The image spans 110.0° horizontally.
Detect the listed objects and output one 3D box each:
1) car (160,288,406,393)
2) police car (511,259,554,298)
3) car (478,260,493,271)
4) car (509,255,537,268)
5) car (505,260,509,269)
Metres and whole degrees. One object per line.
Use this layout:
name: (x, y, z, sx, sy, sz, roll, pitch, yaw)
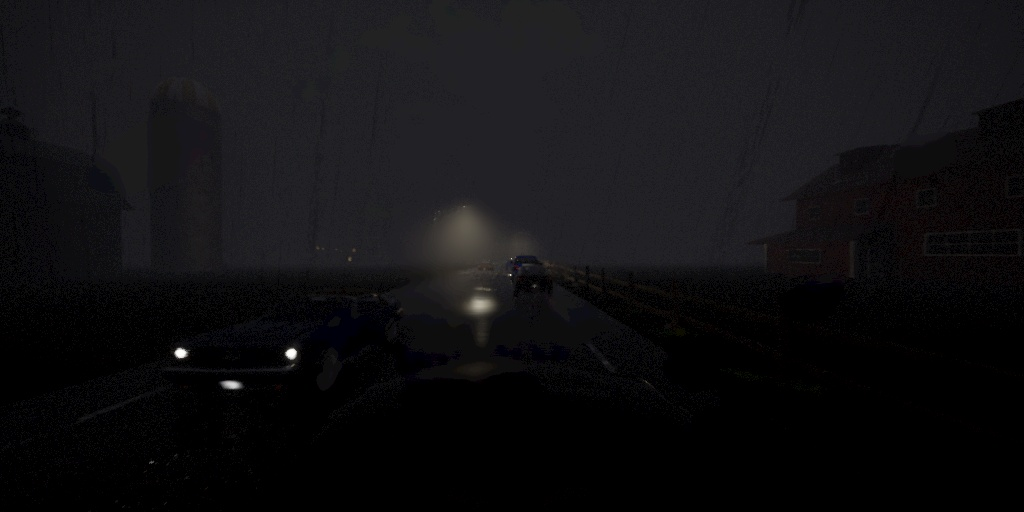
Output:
car: (-3.602, 1.347, 6.816, 1.895, 1.301, 4.718, 0, 0, 0)
police car: (1.052, 1.164, 18.726, 1.930, 1.638, 5.238, 0, 0, 0)
car: (-3.565, 1.300, 49.132, 2.033, 1.411, 5.357, 0, 0, 0)
car: (1.053, 0.963, 28.648, 2.150, 2.045, 5.566, 0, 0, 0)
car: (0.006, 1.236, 55.009, 1.882, 1.535, 5.008, 0, 0, 0)
